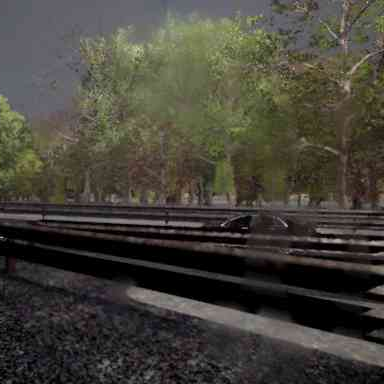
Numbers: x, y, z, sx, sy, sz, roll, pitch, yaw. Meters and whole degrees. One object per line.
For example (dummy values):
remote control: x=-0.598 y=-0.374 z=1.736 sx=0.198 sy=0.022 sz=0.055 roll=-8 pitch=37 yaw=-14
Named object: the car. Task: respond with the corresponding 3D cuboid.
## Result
car: x=2.323 y=1.542 z=12.994 sx=4.892 sy=1.490 sz=1.837 roll=0 pitch=0 yaw=23
